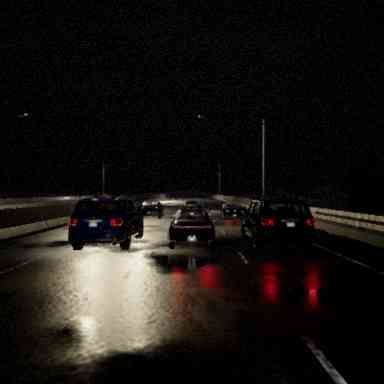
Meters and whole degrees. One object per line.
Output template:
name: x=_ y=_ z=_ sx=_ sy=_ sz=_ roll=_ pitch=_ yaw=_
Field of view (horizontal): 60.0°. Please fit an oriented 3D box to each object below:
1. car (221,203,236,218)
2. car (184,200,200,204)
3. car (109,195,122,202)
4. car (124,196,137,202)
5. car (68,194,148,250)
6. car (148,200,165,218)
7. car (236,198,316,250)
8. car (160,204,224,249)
car: x=3.500 y=1.605 z=29.465 sx=1.895 sy=1.301 sz=4.718 roll=0 pitch=0 yaw=0
car: x=0.000 y=1.505 z=29.435 sx=1.837 sy=1.490 sz=4.892 roll=0 pitch=0 yaw=0
car: x=-17.500 y=1.419 z=75.963 sx=1.837 sy=1.490 sz=4.892 roll=0 pitch=0 yaw=0
car: x=-14.000 y=1.515 z=75.933 sx=1.895 sy=1.301 sz=4.718 roll=0 pitch=0 yaw=0
car: x=-3.500 y=1.251 z=14.461 sx=2.150 sy=2.045 sz=5.566 roll=0 pitch=0 yaw=0
car: x=-3.500 y=1.484 z=29.434 sx=2.128 sy=1.511 sz=4.902 roll=0 pitch=0 yaw=0
car: x=3.500 y=1.251 z=14.461 sx=2.150 sy=2.045 sz=5.566 roll=0 pitch=0 yaw=0
car: x=0.000 y=1.488 z=14.432 sx=2.128 sy=1.511 sz=4.902 roll=0 pitch=0 yaw=0
